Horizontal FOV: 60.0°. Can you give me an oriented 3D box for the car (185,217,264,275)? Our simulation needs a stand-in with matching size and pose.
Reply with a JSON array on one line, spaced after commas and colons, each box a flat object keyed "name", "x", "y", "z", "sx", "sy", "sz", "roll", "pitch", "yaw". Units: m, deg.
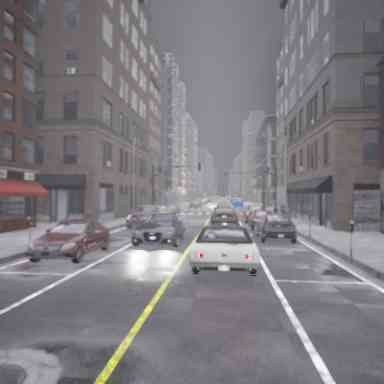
[{"name": "car", "x": 1.054, "y": 1.721, "z": 10.882, "sx": 1.895, "sy": 1.301, "sz": 4.718, "roll": 0, "pitch": -1, "yaw": 6}]

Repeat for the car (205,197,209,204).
[{"name": "car", "x": 2.641, "y": 2.408, "z": 83.718, "sx": 1.752, "sy": 1.417, "sz": 4.829, "roll": 0, "pitch": -1, "yaw": 6}]

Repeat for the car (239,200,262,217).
[{"name": "car", "x": 5.276, "y": 1.761, "z": 28.054, "sx": 1.967, "sy": 1.590, "sz": 4.097, "roll": 0, "pitch": -1, "yaw": 6}]

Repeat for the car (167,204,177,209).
[{"name": "car", "x": -2.729, "y": 1.812, "z": 28.655, "sx": 1.752, "sy": 1.417, "sz": 4.829, "roll": 0, "pitch": -1, "yaw": 6}]

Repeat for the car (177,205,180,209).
[{"name": "car", "x": -2.177, "y": 1.900, "z": 34.316, "sx": 2.008, "sy": 1.369, "sz": 4.403, "roll": 0, "pitch": -1, "yaw": 6}]

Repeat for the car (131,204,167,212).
[{"name": "car", "x": -3.247, "y": 1.669, "z": 23.334, "sx": 1.967, "sy": 1.590, "sz": 4.097, "roll": 0, "pitch": -1, "yaw": 6}]

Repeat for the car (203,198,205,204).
[{"name": "car", "x": 1.003, "y": 2.248, "z": 66.923, "sx": 1.887, "sy": 1.381, "sz": 4.507, "roll": 0, "pitch": -1, "yaw": 6}]

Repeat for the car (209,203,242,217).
[{"name": "car", "x": 2.200, "y": 1.754, "z": 22.636, "sx": 1.837, "sy": 1.490, "sz": 4.892, "roll": 0, "pitch": -1, "yaw": 6}]

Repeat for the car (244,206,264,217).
[{"name": "car", "x": 4.740, "y": 1.843, "z": 22.560, "sx": 1.802, "sy": 1.307, "sz": 4.206, "roll": 0, "pitch": -1, "yaw": 6}]

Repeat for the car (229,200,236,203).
[{"name": "car", "x": 3.176, "y": 1.874, "z": 33.691, "sx": 1.837, "sy": 1.490, "sz": 4.892, "roll": 0, "pitch": -1, "yaw": 6}]

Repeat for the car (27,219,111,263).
[{"name": "car", "x": -4.319, "y": 1.691, "z": 12.347, "sx": 1.802, "sy": 1.307, "sz": 4.206, "roll": 0, "pitch": -1, "yaw": 6}]

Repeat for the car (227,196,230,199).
[{"name": "car", "x": 11.198, "y": 2.288, "z": 88.771, "sx": 2.192, "sy": 1.841, "sz": 5.009, "roll": 0, "pitch": -1, "yaw": 6}]

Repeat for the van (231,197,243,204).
[{"name": "van", "x": 8.440, "y": 2.015, "z": 60.500, "sx": 1.690, "sy": 1.788, "sz": 3.998, "roll": 0, "pitch": -1, "yaw": 6}]

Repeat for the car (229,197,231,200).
[{"name": "car", "x": 10.645, "y": 2.498, "z": 83.114, "sx": 1.802, "sy": 1.307, "sz": 4.206, "roll": 0, "pitch": -1, "yaw": 6}]

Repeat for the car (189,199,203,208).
[{"name": "car", "x": 0.452, "y": 2.192, "z": 61.268, "sx": 2.008, "sy": 1.369, "sz": 4.403, "roll": 0, "pitch": -1, "yaw": 6}]

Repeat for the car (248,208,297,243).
[{"name": "car", "x": 4.204, "y": 1.751, "z": 17.068, "sx": 2.008, "sy": 1.369, "sz": 4.403, "roll": 0, "pitch": -1, "yaw": 6}]

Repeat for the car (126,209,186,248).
[{"name": "car", "x": -1.442, "y": 1.722, "z": 15.684, "sx": 1.994, "sy": 1.385, "sz": 4.181, "roll": 0, "pitch": -1, "yaw": 6}]
